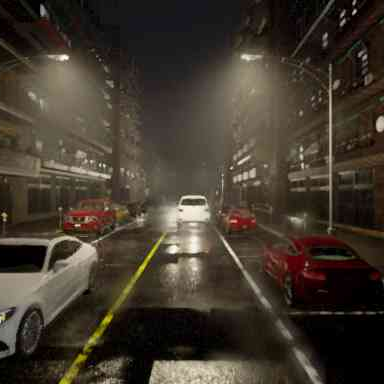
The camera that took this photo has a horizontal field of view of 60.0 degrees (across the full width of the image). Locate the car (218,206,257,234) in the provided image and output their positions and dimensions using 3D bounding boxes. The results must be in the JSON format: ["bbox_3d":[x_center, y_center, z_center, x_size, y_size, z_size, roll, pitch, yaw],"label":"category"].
[{"bbox_3d":[2.695,1.639,19.082,1.802,1.307,4.206,0,0,0],"label":"car"}]

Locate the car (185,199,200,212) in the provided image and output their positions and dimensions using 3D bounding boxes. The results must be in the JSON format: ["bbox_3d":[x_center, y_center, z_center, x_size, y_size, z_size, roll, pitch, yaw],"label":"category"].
[{"bbox_3d":[0.105,1.650,42.519,1.837,1.490,4.892,0,-1,0],"label":"car"}]

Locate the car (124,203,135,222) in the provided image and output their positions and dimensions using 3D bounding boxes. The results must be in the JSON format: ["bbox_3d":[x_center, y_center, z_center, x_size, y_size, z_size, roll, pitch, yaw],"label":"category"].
[{"bbox_3d":[-5.685,1.599,24.605,1.752,1.417,4.829,0,0,0],"label":"car"}]

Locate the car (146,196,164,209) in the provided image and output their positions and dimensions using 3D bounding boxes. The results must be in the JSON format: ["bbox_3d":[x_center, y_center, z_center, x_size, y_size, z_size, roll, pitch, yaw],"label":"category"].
[{"bbox_3d":[-5.683,1.484,47.535,2.192,1.841,5.009,0,0,0],"label":"car"}]

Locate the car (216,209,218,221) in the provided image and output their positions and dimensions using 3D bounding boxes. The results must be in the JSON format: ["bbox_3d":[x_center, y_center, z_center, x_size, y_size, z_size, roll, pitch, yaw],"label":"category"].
[{"bbox_3d":[2.695,1.657,24.772,1.802,1.307,4.206,0,0,0],"label":"car"}]

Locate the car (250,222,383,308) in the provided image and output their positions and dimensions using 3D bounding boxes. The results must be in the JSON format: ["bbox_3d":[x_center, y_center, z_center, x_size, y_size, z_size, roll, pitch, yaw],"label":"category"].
[{"bbox_3d":[2.694,1.605,7.701,1.802,1.307,4.206,0,0,0],"label":"car"}]

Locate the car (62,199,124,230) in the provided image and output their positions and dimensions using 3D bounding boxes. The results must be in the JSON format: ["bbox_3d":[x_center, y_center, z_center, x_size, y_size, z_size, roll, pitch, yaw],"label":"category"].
[{"bbox_3d":[-5.684,1.371,19.085,2.192,1.841,5.009,0,0,0],"label":"car"}]

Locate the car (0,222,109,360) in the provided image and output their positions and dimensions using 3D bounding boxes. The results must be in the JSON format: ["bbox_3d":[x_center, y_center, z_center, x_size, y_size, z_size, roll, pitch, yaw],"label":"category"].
[{"bbox_3d":[-3.081,1.543,6.104,1.812,1.442,4.674,0,0,0],"label":"car"}]

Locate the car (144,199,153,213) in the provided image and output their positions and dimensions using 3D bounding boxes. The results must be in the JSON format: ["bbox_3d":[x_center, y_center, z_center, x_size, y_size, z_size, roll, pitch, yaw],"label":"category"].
[{"bbox_3d":[-5.685,1.700,36.154,1.802,1.307,4.206,0,0,0],"label":"car"}]

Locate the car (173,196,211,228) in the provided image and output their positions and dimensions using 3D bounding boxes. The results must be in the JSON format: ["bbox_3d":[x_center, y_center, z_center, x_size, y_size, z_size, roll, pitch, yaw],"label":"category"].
[{"bbox_3d":[0.103,1.291,22.749,2.150,2.045,5.566,0,0,0],"label":"car"}]

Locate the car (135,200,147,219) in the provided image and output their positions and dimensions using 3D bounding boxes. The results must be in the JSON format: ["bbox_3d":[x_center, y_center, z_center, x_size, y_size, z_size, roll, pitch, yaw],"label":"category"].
[{"bbox_3d":[-5.685,1.661,30.466,1.947,1.339,4.313,0,0,0],"label":"car"}]
